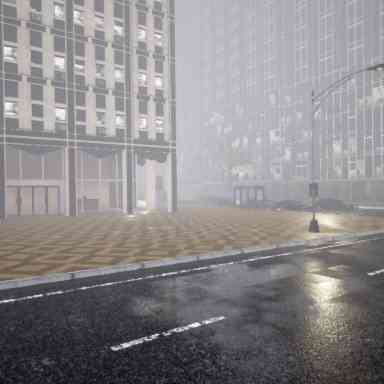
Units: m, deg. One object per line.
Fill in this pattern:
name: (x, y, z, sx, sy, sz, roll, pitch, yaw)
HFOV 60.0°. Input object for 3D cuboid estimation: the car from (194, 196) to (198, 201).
car: (2.113, 1.043, 63.846, 1.802, 1.307, 4.206, 0, 1, -35)

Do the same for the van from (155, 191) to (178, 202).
van: (-4.790, 0.936, 59.093, 1.690, 1.788, 3.998, 0, 1, -35)

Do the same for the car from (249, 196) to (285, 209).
car: (9.578, 1.316, 42.773, 1.994, 1.385, 4.181, -1, 1, -35)

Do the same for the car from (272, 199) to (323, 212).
car: (11.217, 1.423, 35.615, 1.947, 1.339, 4.313, 0, 1, -35)

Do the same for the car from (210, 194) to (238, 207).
car: (4.833, 1.319, 45.023, 1.947, 1.339, 4.313, 0, 1, -35)

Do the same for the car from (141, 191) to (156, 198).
car: (-10.779, 0.685, 82.571, 1.967, 1.590, 4.097, 0, 1, -35)

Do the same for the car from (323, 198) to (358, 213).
car: (14.976, 1.364, 34.936, 1.812, 1.442, 4.674, -1, 1, -34)

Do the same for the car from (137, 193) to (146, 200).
car: (-11.236, 1.039, 68.459, 2.008, 1.369, 4.403, 0, 1, -35)

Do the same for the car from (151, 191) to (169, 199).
car: (-7.556, 0.614, 77.888, 2.192, 1.841, 5.009, 0, 1, -35)

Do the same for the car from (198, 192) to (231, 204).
car: (3.688, 1.205, 51.348, 2.033, 1.411, 5.357, -1, 1, -34)

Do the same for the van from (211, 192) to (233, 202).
van: (5.335, 0.855, 59.162, 1.690, 1.788, 3.998, 0, 1, -35)

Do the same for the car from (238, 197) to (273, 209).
car: (8.008, 1.388, 40.309, 1.802, 1.307, 4.206, 0, 1, -35)
